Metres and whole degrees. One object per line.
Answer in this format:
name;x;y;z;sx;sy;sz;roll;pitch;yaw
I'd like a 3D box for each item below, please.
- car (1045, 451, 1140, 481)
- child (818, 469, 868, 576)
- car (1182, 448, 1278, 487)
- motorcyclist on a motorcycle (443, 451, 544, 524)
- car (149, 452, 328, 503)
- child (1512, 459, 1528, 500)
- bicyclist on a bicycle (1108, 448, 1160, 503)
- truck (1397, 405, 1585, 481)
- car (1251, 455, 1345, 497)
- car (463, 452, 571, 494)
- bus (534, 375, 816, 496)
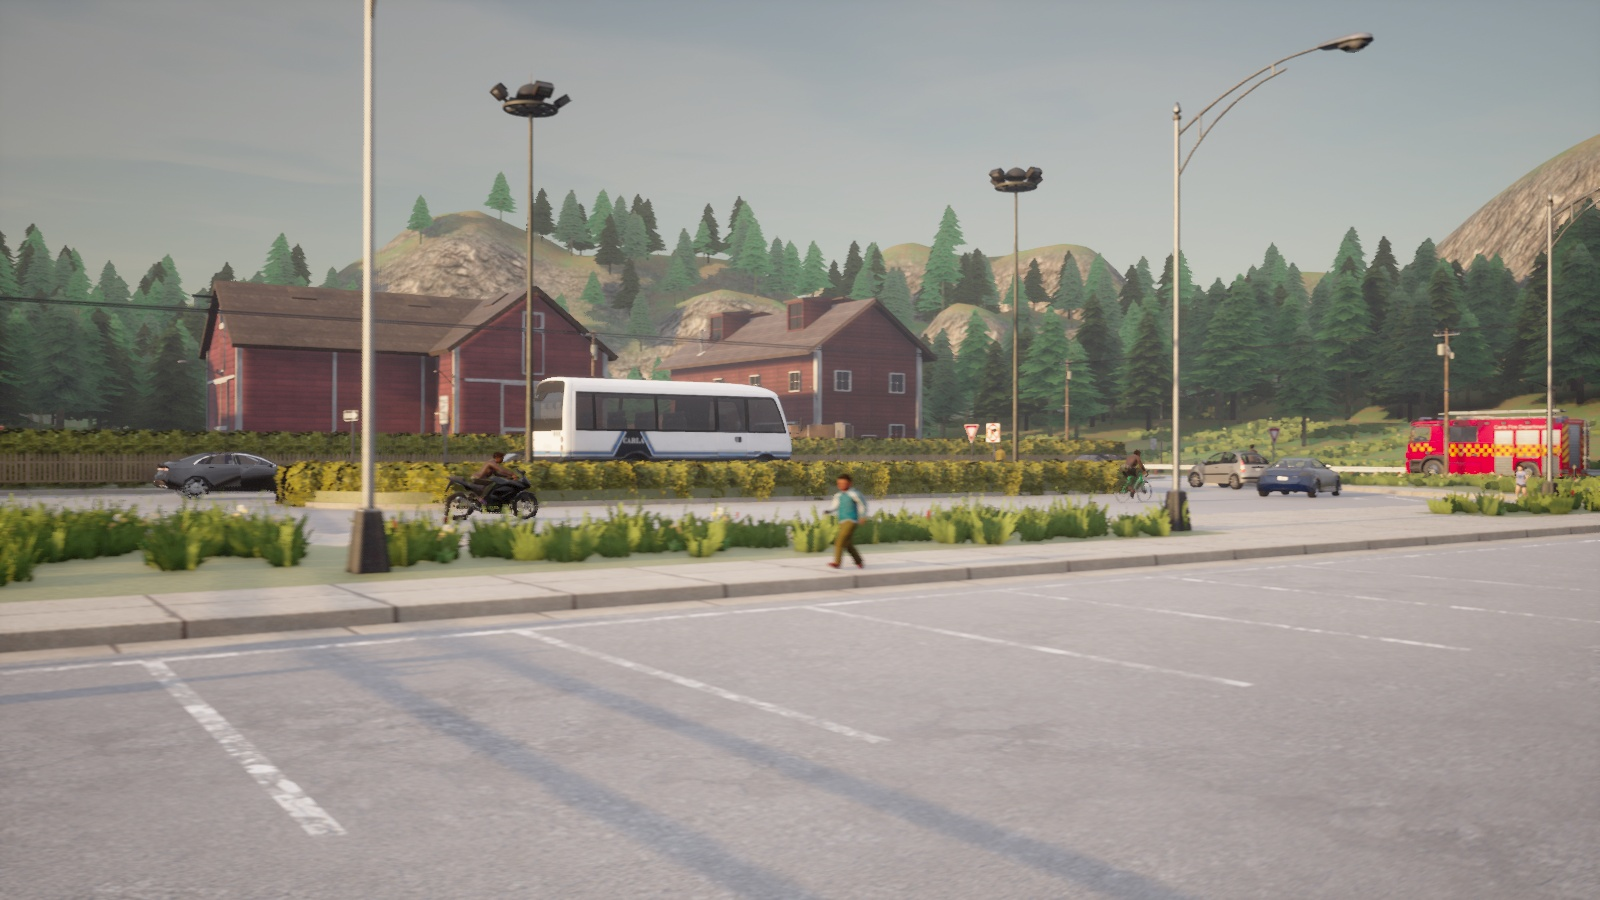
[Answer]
car;15.564;0.832;66.759;4.902;1.511;2.128;0;0;-34
child;0.487;0.814;14.308;0.448;1.192;0.343;0;0;-36
car;18.413;0.736;53.999;1.851;1.617;3.988;0;0;-19
motorcyclist on a motorcycle;-6.584;0.807;26.983;2.044;1.523;0.797;0;-2;-18
car;-17.807;0.836;39.913;4.902;1.511;2.128;0;0;-34
child;19.916;0.819;34.740;0.394;1.110;0.255;0;0;-39
bicyclist on a bicycle;10.088;0.769;37.951;1.656;1.620;0.582;0;0;-34
truck;36.962;-0.331;67.530;2.891;3.827;8.468;0;0;-34
car;17.622;0.880;44.344;1.994;1.385;4.181;0;0;38
car;-10.971;0.866;48.775;3.705;1.549;1.789;0;0;-34
bus;-4.717;-0.502;48.790;10.273;4.253;3.944;0;0;-34
